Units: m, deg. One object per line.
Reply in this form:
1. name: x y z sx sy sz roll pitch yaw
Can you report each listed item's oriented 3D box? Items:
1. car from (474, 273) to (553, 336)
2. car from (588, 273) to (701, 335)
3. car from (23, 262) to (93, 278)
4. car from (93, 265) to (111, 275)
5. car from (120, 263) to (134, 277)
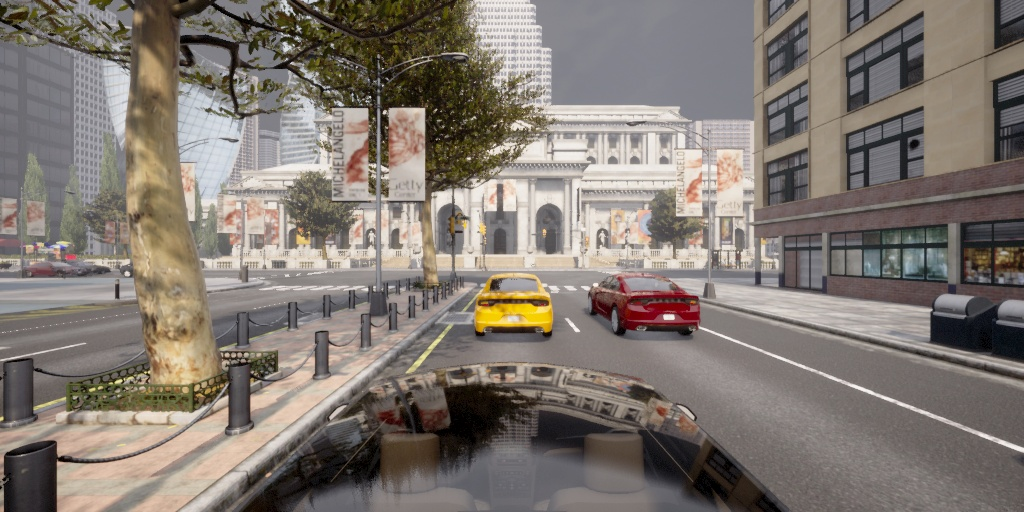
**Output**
1. car: 0.055 1.228 10.381 1.882 1.535 5.008 0 0 1
2. car: 3.557 1.228 10.560 1.882 1.535 5.008 0 0 0
3. car: -43.379 1.276 34.012 4.674 1.442 1.812 0 0 -1
4. car: -45.423 1.297 37.505 5.357 1.411 2.033 0 0 0
5. car: -34.180 1.255 34.044 4.892 1.490 1.837 0 0 0
